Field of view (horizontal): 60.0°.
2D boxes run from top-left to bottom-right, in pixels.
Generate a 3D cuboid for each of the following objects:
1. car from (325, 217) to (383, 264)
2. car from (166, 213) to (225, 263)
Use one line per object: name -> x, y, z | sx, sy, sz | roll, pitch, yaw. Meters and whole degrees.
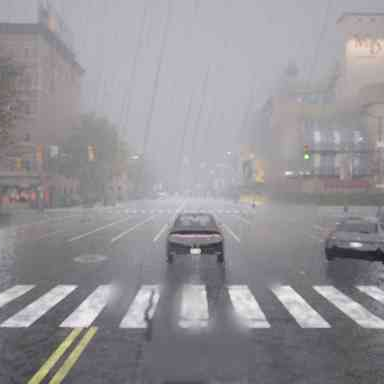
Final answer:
car -> 6.132, 1.600, 11.923 | 1.994, 1.385, 4.181 | 0, 0, 32
car -> 0.103, 1.528, 12.193 | 2.128, 1.511, 4.902 | 0, 0, 0
